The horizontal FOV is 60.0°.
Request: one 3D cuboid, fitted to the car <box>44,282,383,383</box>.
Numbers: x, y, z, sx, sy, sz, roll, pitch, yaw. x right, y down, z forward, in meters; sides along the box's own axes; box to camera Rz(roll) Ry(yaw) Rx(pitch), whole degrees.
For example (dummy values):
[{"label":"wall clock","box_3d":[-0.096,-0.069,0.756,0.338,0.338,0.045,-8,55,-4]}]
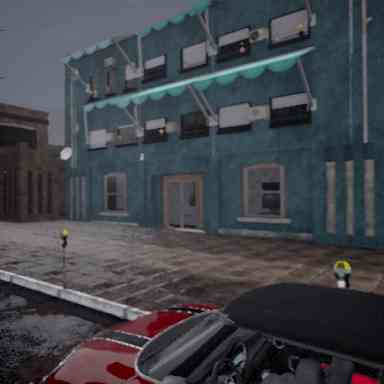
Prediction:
[{"label":"car","box_3d":[0.686,1.439,2.399,4.097,1.590,1.967,0,-1,35]}]
